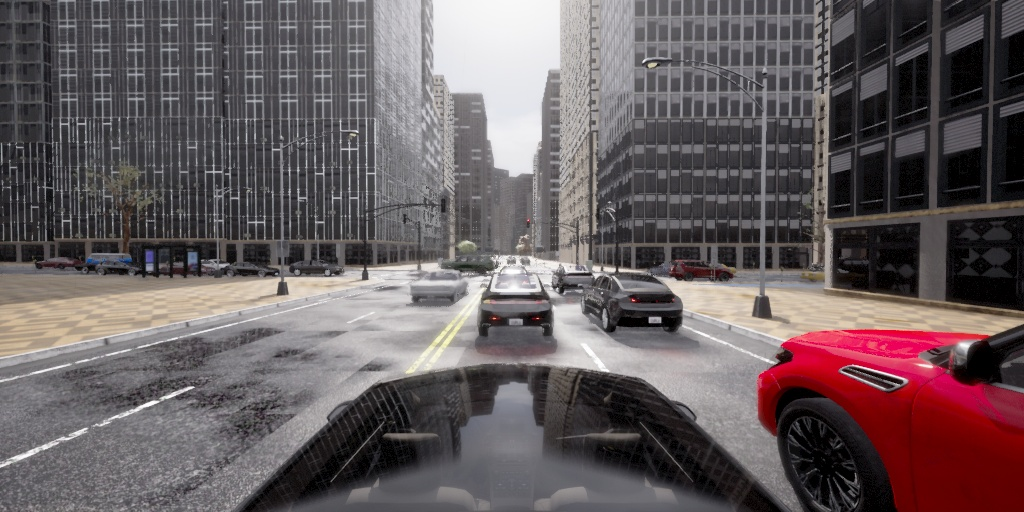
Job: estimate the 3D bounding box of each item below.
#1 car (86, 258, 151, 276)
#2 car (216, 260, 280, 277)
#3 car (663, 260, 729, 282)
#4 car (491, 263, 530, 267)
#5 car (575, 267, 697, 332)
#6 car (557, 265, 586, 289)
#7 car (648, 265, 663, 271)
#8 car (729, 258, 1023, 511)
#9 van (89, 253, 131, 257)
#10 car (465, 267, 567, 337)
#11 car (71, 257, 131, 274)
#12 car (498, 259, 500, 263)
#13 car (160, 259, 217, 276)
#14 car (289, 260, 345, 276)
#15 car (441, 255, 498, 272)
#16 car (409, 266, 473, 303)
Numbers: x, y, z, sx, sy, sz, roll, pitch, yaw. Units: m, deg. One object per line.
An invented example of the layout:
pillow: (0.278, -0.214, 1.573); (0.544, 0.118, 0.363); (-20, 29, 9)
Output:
car: (-34.125, 1.069, 31.690); (4.313, 1.339, 1.948); (0, 0, 1)
car: (-22.760, 1.173, 31.394); (4.313, 1.339, 1.948); (0, 0, 1)
car: (16.165, 1.269, 30.904); (5.009, 1.841, 2.192); (0, 0, 1)
car: (0.083, 1.288, 20.038); (2.033, 1.411, 5.357); (0, 0, 0)
car: (3.340, 1.251, 10.798); (1.837, 1.490, 4.892); (0, 0, 0)
car: (3.333, 1.232, 20.046); (2.128, 1.511, 4.902); (0, 0, 0)
car: (16.044, 1.423, 36.678); (4.181, 1.385, 1.994); (1, 1, 1)
car: (3.348, 0.972, 0.934); (2.150, 2.045, 5.566); (0, 0, 0)
van: (-45.325, 0.604, 40.339); (3.998, 1.789, 1.690); (0, 0, 1)
car: (0.091, 1.238, 10.303); (2.128, 1.511, 4.902); (0, 0, 0)
car: (-38.615, 1.020, 34.416); (4.718, 1.301, 1.895); (1, 1, 1)
car: (-3.390, 1.267, 61.663); (1.994, 1.385, 4.181); (0, 0, 0)
car: (-28.445, 1.138, 31.522); (4.207, 1.307, 1.802); (0, 0, 1)
car: (-18.439, 1.108, 34.000); (4.892, 1.490, 1.837); (1, 1, 2)
car: (-4.580, 0.898, 36.970); (5.566, 2.045, 2.150); (1, 1, 1)
car: (-3.245, 1.343, 16.772); (1.895, 1.301, 4.718); (0, 0, 2)
